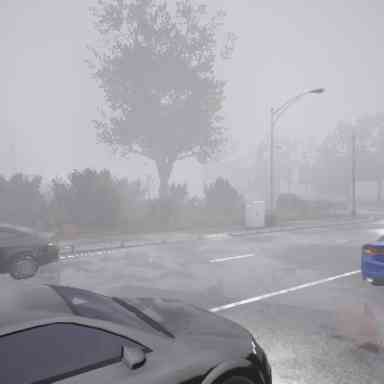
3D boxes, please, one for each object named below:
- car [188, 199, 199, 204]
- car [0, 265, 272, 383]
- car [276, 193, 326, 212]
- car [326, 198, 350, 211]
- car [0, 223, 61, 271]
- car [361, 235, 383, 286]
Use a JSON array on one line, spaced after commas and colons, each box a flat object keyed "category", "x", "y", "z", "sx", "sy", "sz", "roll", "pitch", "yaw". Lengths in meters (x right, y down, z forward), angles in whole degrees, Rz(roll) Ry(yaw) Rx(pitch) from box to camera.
[{"category": "car", "x": 1.147, "y": 1.550, "z": 57.174, "sx": 1.895, "sy": 1.301, "sz": 4.718, "roll": 0, "pitch": 0, "yaw": -34}, {"category": "car", "x": -1.251, "y": 1.564, "z": 2.856, "sx": 4.181, "sy": 1.385, "sz": 1.994, "roll": 0, "pitch": 0, "yaw": -36}, {"category": "car", "x": 12.580, "y": 1.215, "z": 39.585, "sx": 2.150, "sy": 2.045, "sz": 5.566, "roll": 0, "pitch": 1, "yaw": -31}, {"category": "car", "x": 16.441, "y": 1.489, "z": 40.004, "sx": 2.128, "sy": 1.511, "sz": 4.902, "roll": 0, "pitch": 0, "yaw": -33}, {"category": "car", "x": -5.834, "y": 1.526, "z": 8.423, "sx": 4.674, "sy": 1.442, "sz": 1.812, "roll": 0, "pitch": 0, "yaw": -36}, {"category": "car", "x": 6.126, "y": 1.478, "z": 8.155, "sx": 5.008, "sy": 1.535, "sz": 1.882, "roll": 0, "pitch": 0, "yaw": -36}]
